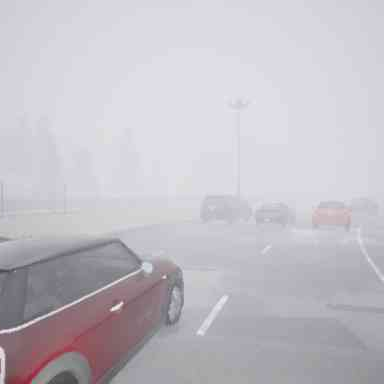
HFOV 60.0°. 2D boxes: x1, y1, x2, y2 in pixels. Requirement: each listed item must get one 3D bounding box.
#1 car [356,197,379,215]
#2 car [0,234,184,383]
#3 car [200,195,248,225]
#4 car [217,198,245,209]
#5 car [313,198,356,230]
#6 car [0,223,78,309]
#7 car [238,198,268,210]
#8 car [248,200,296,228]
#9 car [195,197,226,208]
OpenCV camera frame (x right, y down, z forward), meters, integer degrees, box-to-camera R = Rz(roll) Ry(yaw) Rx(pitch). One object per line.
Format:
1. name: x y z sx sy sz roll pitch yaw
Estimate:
1. car: 17.627 1.340 34.032 2.097 1.767 4.553 0 0 38
2. car: -1.652 1.350 4.517 2.097 1.767 4.553 0 0 16
3. car: 2.565 1.213 24.063 2.150 2.045 5.566 0 0 28
4. car: 5.628 1.576 47.404 1.994 1.385 4.181 0 0 40
5. car: 9.217 1.346 21.568 2.097 1.767 4.553 0 0 29
6. car: -4.551 1.561 7.017 1.994 1.385 4.181 0 0 17
7. car: 8.296 1.548 45.138 1.837 1.490 4.892 0 0 40
8. car: 5.723 1.483 22.476 2.128 1.511 4.902 0 0 28
9. car: 2.840 1.465 49.525 1.882 1.535 5.008 0 0 40
